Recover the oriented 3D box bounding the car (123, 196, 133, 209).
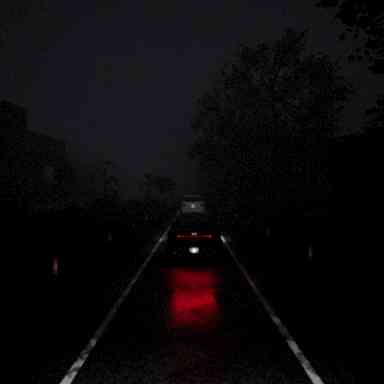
[{"bbox_3d":[-9.025,1.394,40.476,1.946,1.575,5.366,0,0,2],"label":"car"}]

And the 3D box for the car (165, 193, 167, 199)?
[{"bbox_3d":[-9.085,1.508,95.073,2.163,1.488,4.792,0,-1,-2],"label":"car"}]

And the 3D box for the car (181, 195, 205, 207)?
[{"bbox_3d":[0.092,1.307,31.969,2.150,2.045,5.566,0,0,0],"label":"car"}]

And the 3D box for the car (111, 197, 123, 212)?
[{"bbox_3d":[-9.009,1.405,34.095,2.097,1.535,5.008,0,0,2],"label":"car"}]

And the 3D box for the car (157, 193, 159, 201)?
[{"bbox_3d":[-9.059,1.489,72.906,2.002,1.452,4.674,0,0,0],"label":"car"}]

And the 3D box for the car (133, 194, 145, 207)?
[{"bbox_3d":[-9.031,1.407,50.729,2.097,1.535,5.008,0,0,2],"label":"car"}]

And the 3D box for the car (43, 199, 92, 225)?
[{"bbox_3d":[-8.995,1.374,22.997,2.097,1.535,5.008,0,0,2],"label":"car"}]

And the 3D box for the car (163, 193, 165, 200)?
[{"bbox_3d":[-9.079,1.466,89.562,2.231,1.521,4.892,0,-1,-2],"label":"car"}]

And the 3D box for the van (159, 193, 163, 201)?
[{"bbox_3d":[-9.078,1.249,83.877,1.878,1.987,4.442,0,0,2],"label":"van"}]

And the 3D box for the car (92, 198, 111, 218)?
[{"bbox_3d":[-9.002,1.400,28.539,2.231,1.521,4.892,0,0,2],"label":"car"}]

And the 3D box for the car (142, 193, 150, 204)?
[{"bbox_3d":[-9.038,1.402,56.277,2.097,1.535,5.008,0,0,2],"label":"car"}]

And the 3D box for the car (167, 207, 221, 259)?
[{"bbox_3d":[0.082,1.564,12.890,1.837,1.490,4.892,0,0,0],"label":"car"}]

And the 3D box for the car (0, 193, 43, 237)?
[{"bbox_3d":[-8.985,1.086,14.045,2.435,2.045,5.566,0,0,2],"label":"car"}]

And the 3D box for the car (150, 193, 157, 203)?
[{"bbox_3d":[-9.050,1.197,66.161,2.435,2.045,5.566,0,0,1],"label":"car"}]
